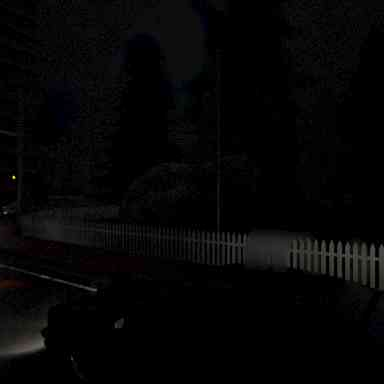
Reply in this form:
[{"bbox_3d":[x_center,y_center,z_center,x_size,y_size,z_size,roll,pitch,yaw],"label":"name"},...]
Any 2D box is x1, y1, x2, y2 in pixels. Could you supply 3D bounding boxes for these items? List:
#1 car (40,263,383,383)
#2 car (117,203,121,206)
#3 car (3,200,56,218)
[{"bbox_3d":[0.622,1.547,3.550,5.357,1.411,2.033,0,0,36],"label":"car"},{"bbox_3d":[-10.376,1.545,51.398,1.895,1.301,4.718,0,0,-5],"label":"car"},{"bbox_3d":[-14.163,1.470,29.256,1.812,1.442,4.674,0,0,25],"label":"car"}]
